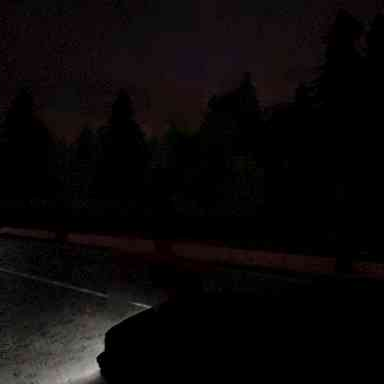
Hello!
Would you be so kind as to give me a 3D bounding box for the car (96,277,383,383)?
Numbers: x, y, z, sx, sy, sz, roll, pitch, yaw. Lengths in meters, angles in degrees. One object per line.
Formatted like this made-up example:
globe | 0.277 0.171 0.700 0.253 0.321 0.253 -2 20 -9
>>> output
car | 1.545 1.551 2.890 5.357 1.411 2.033 -1 0 36
